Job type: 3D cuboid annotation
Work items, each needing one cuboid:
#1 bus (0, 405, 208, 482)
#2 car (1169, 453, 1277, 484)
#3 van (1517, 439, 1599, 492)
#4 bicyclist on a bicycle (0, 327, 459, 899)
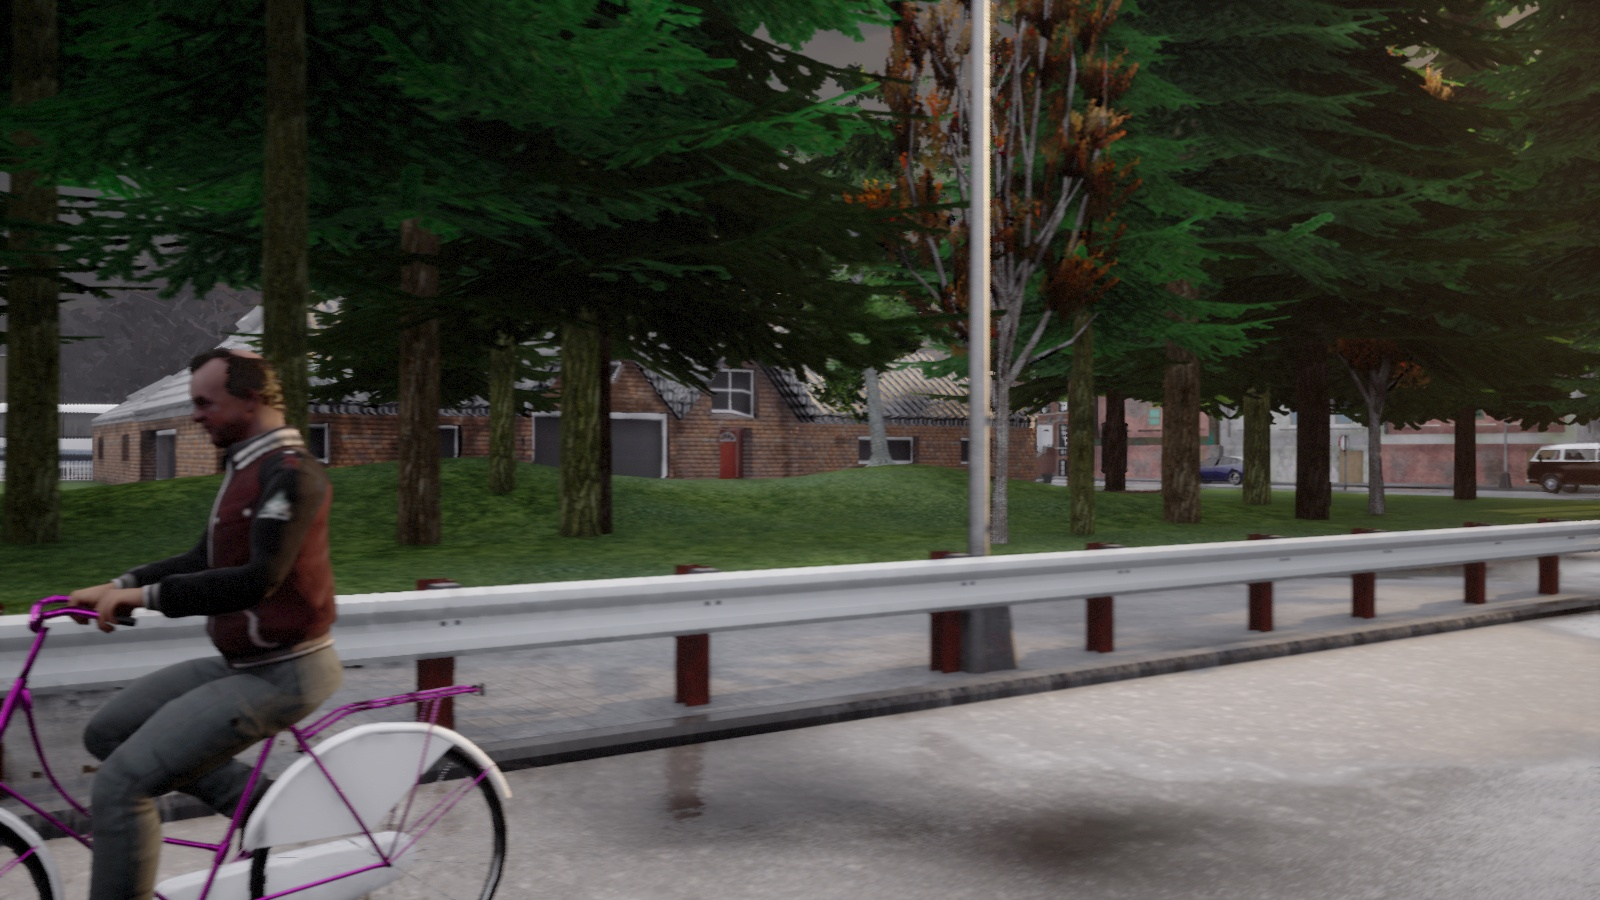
[{"bbox_3d":[-40.330,-0.355,72.911,10.273,4.253,3.944,0,0,-16],"label":"bus"},{"bbox_3d":[21.305,0.922,63.408,2.163,1.488,4.792,0,0,-35],"label":"car"},{"bbox_3d":[31.017,0.590,49.322,2.069,2.038,4.480,0,0,-35],"label":"van"},{"bbox_3d":[-1.829,0.627,2.995,1.843,1.776,0.659,0,0,-35],"label":"bicyclist on a bicycle"}]
